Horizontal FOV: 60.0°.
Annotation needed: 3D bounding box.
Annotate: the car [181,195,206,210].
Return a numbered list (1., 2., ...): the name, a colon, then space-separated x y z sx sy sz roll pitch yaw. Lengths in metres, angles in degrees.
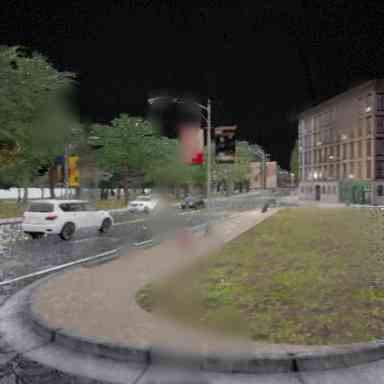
1. car: 0.294 1.518 47.886 2.150 2.045 5.566 0 0 20

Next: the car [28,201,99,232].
1. car: -8.674 1.582 22.908 2.097 1.767 4.553 0 0 20

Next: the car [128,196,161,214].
1. car: -5.718 1.501 40.806 2.150 2.045 5.566 0 0 20

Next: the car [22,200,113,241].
1. car: -6.627 1.438 18.381 2.150 2.045 5.566 0 0 20
